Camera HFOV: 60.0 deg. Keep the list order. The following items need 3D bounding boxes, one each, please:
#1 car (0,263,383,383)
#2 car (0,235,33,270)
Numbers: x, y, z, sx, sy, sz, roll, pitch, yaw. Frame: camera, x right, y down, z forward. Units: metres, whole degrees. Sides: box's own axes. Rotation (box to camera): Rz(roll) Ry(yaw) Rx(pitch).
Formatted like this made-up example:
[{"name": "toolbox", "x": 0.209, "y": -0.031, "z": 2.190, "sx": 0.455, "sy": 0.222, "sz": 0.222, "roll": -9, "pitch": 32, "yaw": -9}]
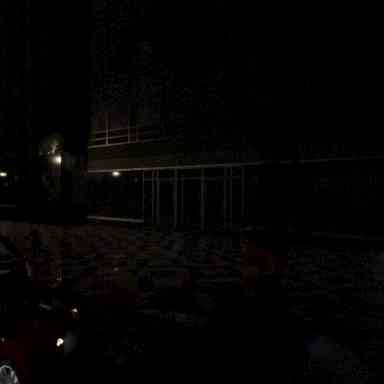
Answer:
[{"name": "car", "x": -0.176, "y": 1.582, "z": 3.081, "sx": 4.206, "sy": 1.307, "sz": 1.802, "roll": 0, "pitch": 0, "yaw": 35}, {"name": "car", "x": -4.770, "y": 1.440, "z": 6.346, "sx": 4.097, "sy": 1.590, "sz": 1.967, "roll": 0, "pitch": 0, "yaw": 35}]
